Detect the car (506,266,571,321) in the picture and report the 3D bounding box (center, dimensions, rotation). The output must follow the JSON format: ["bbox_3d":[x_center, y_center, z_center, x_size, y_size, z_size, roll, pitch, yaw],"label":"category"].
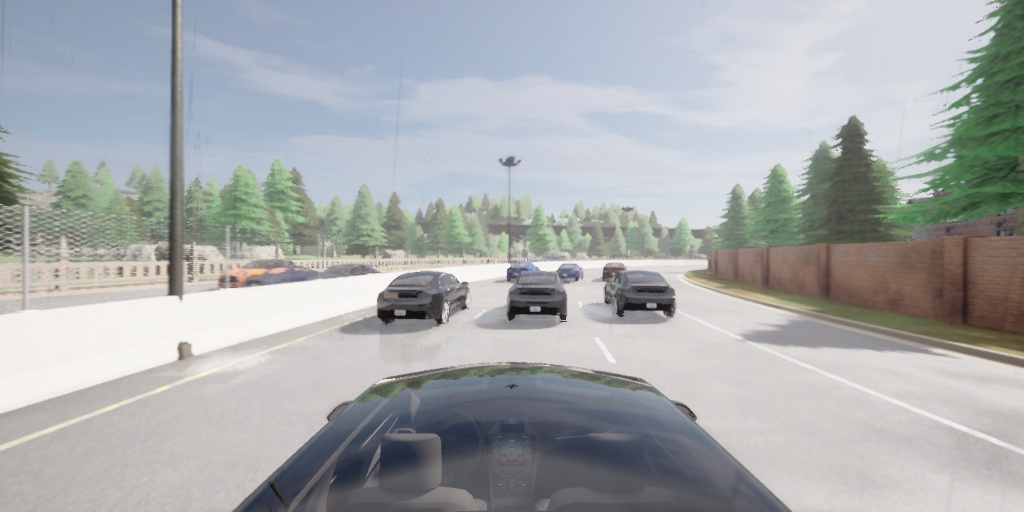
[{"bbox_3d":[0.949,1.250,12.507,1.837,1.490,4.892,0,0,7],"label":"car"}]

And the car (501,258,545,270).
[{"bbox_3d":[1.007,1.209,29.233,1.882,1.535,5.008,0,0,17],"label":"car"}]

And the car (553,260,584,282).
[{"bbox_3d":[4.752,1.274,29.442,1.812,1.442,4.674,0,0,18],"label":"car"}]

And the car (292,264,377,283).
[{"bbox_3d":[-8.850,1.201,19.054,1.837,1.490,4.892,0,0,11],"label":"car"}]

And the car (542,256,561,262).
[{"bbox_3d":[5.844,0.951,56.526,2.150,2.045,5.566,0,0,33],"label":"car"}]

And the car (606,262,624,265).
[{"bbox_3d":[8.826,1.243,30.623,1.882,1.535,5.008,0,0,19],"label":"car"}]

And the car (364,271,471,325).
[{"bbox_3d":[-2.660,1.235,11.797,1.837,1.490,4.892,0,0,6],"label":"car"}]

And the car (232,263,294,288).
[{"bbox_3d":[-12.302,1.245,19.522,1.994,1.385,4.181,0,0,11],"label":"car"}]

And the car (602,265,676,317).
[{"bbox_3d":[4.576,1.266,13.352,1.837,1.490,4.892,0,0,7],"label":"car"}]

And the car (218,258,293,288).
[{"bbox_3d":[-15.346,1.017,22.116,2.097,1.767,4.553,0,0,12],"label":"car"}]

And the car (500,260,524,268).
[{"bbox_3d":[0.055,1.303,60.382,1.895,1.301,4.718,0,0,33],"label":"car"}]
